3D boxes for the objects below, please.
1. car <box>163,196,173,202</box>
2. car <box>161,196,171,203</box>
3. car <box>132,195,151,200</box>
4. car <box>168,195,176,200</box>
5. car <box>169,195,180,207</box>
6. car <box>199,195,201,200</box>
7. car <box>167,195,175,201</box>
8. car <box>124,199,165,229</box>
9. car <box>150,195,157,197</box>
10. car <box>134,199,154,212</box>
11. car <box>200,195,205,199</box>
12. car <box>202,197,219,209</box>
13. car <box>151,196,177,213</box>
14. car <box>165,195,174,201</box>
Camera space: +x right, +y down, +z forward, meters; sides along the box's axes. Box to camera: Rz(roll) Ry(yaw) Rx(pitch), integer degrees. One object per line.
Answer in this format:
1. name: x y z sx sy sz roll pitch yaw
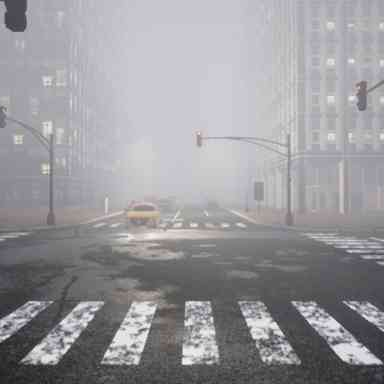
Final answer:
1. car: -5.606 1.574 78.427 2.008 1.369 4.403 1 0 0
2. car: -5.611 1.566 72.851 1.887 1.381 4.507 1 0 0
3. car: -5.644 1.449 33.826 1.967 1.590 4.097 1 0 0
4. car: -5.592 1.595 95.152 1.947 1.339 4.313 1 0 0
5. car: -3.044 1.367 51.120 2.097 1.767 4.553 0 0 1
6. car: 2.759 1.584 61.763 1.947 1.339 4.313 1 0 0
7. car: -5.596 1.578 89.577 2.008 1.369 4.403 1 0 0
8. car: -3.078 1.483 21.785 1.882 1.535 5.008 0 0 0
9. car: -5.632 1.328 44.976 2.192 1.841 5.009 1 0 0
10. car: -5.642 1.593 39.401 1.802 1.307 4.206 1 0 0
11. car: 2.755 1.541 56.356 1.752 1.417 4.829 1 0 0
12. car: 2.743 1.595 45.030 1.802 1.307 4.206 1 0 0
13. car: -3.060 1.488 36.935 1.882 1.535 5.008 0 0 0
14. car: -5.601 1.570 84.002 1.887 1.381 4.507 1 0 0
